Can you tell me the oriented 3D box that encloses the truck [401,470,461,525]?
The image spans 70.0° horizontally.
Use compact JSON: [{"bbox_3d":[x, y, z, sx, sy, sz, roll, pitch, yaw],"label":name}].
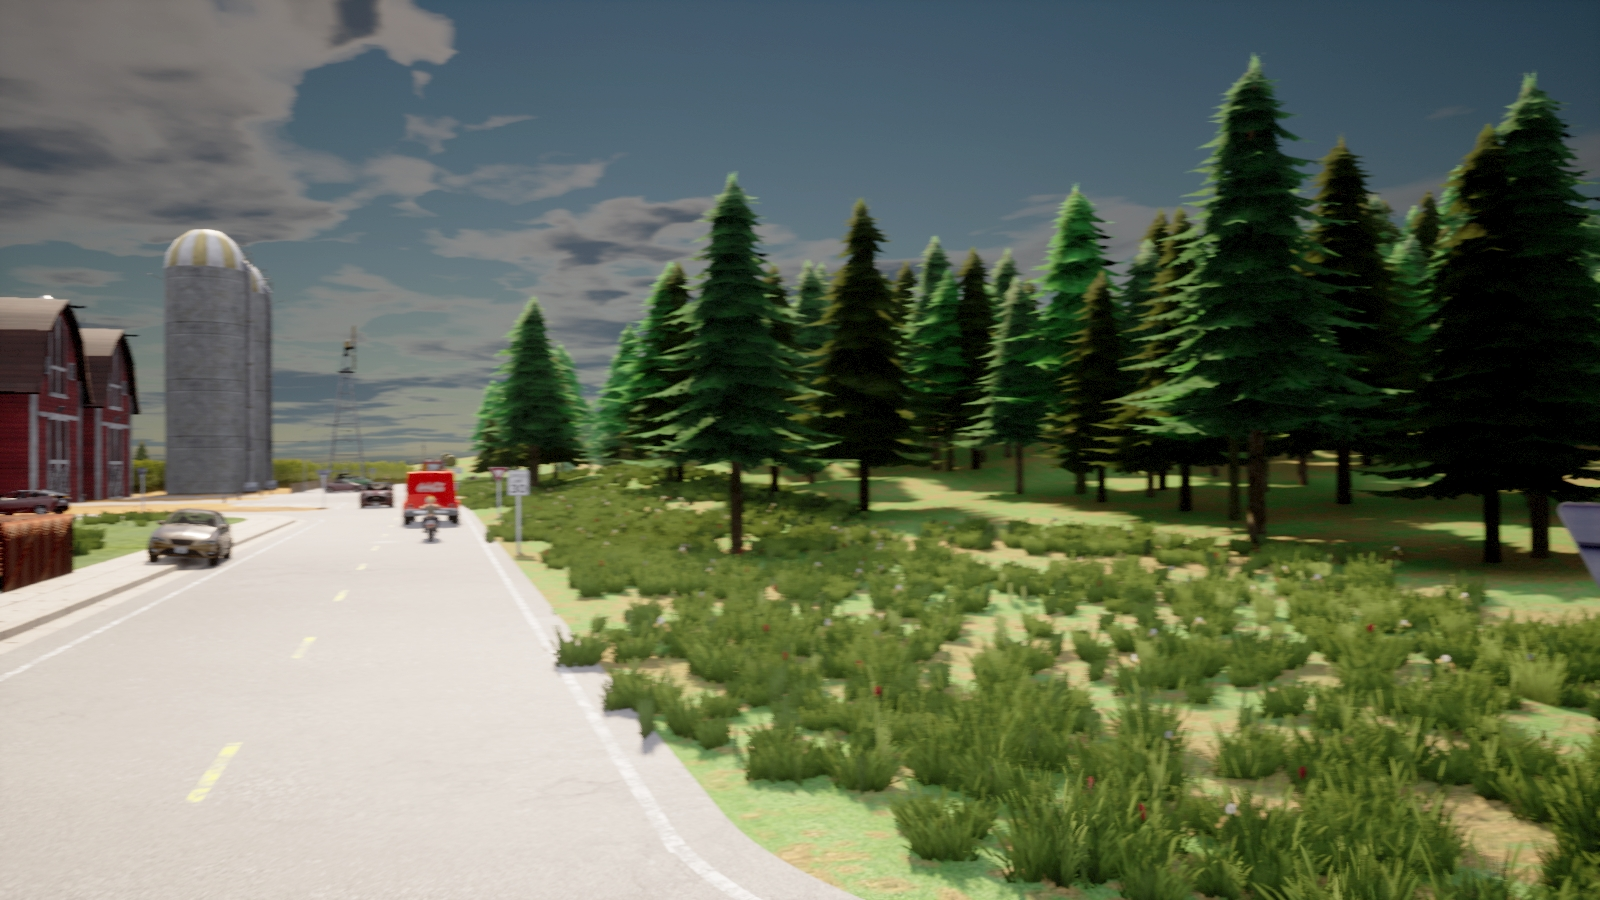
[{"bbox_3d":[-17.730,2.228,54.978,2.627,2.467,5.204,0,-1,-18],"label":"truck"}]
